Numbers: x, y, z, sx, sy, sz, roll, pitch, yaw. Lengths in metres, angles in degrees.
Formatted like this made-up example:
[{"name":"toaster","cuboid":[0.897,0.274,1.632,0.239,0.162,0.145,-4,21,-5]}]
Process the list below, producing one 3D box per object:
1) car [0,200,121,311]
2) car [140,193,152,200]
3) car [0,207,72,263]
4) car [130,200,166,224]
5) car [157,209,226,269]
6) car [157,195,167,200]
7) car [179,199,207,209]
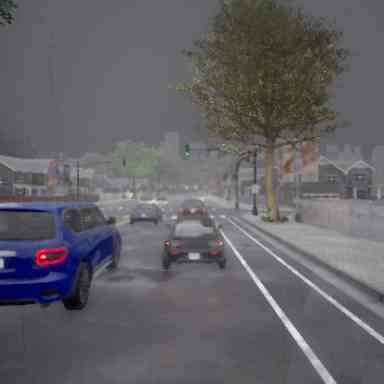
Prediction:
[{"name":"car","cuboid":[-3.154,1.200,7.838,2.150,2.045,5.566,0,0,-2]},{"name":"car","cuboid":[-9.746,1.120,71.336,2.097,1.767,4.553,0,0,0]},{"name":"car","cuboid":[-6.586,1.459,12.884,2.128,1.511,4.902,0,0,0]},{"name":"car","cuboid":[-3.177,1.500,23.931,1.994,1.385,4.181,0,0,0]},{"name":"car","cuboid":[0.083,1.497,10.989,1.812,1.442,4.674,0,0,1]},{"name":"car","cuboid":[-6.497,1.360,71.277,1.895,1.301,4.718,0,0,0]},{"name":"car","cuboid":[0.074,1.287,24.574,2.097,1.767,4.553,0,0,0]}]
